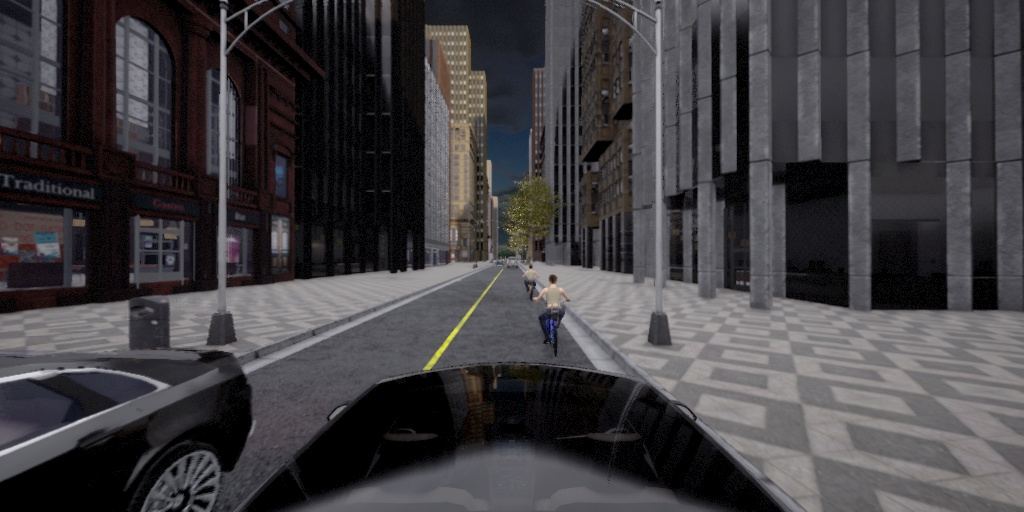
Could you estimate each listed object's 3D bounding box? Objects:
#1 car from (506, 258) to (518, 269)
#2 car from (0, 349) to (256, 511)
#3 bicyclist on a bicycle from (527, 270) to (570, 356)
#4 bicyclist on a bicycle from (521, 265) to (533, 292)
[{"bbox_3d":[0.112,1.485,62.721,2.033,1.411,5.357,0,0,-1],"label":"car"},{"bbox_3d":[-3.099,1.241,1.004,2.128,1.511,4.902,0,0,0],"label":"car"},{"bbox_3d":[0.858,1.192,7.656,0.866,1.612,1.509,0,0,0],"label":"bicyclist on a bicycle"},{"bbox_3d":[0.855,1.207,16.452,0.866,1.612,1.509,0,0,0],"label":"bicyclist on a bicycle"}]
